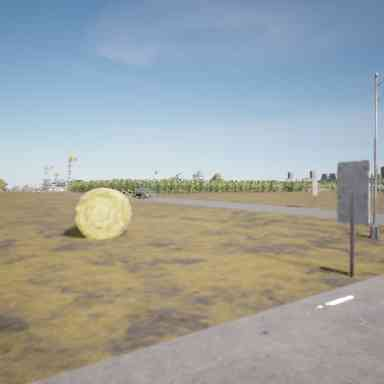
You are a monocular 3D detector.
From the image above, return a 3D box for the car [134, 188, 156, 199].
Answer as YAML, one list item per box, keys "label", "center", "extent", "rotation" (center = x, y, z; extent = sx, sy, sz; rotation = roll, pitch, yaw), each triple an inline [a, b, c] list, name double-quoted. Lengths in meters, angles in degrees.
- label: "car"
  center: [-7.511, 0.169, 52.994]
  extent: [2.097, 1.767, 4.553]
  rotation: [1, 1, -35]
